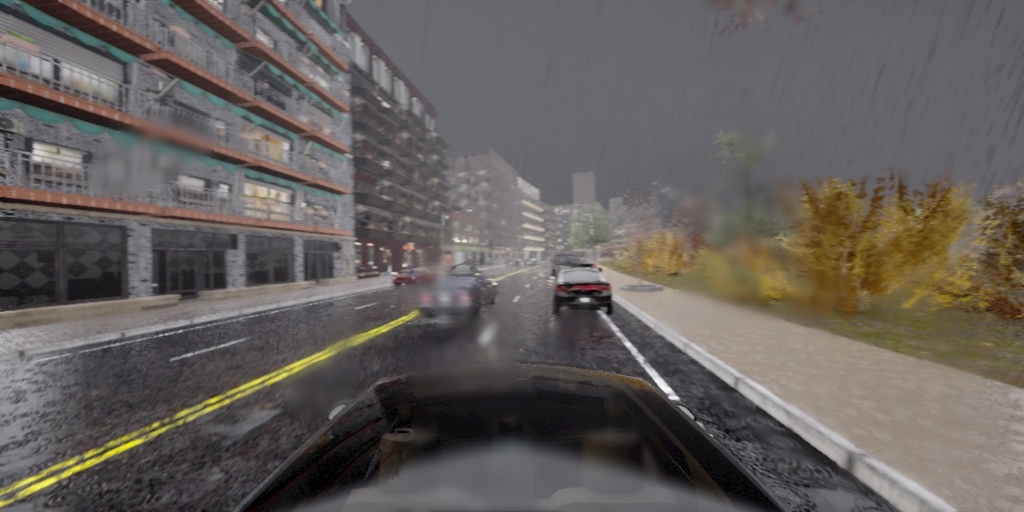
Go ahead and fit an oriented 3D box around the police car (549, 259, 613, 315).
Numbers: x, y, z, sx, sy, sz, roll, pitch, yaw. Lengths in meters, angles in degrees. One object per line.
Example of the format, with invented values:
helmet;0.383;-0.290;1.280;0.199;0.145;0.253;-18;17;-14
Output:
police car;2.437;1.085;13.216;1.930;1.638;5.238;-2;0;6

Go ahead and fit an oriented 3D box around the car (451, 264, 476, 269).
car;-3.611;1.350;26.442;1.837;1.490;4.892;-2;0;7

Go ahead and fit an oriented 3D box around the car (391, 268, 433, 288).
car;-6.938;1.555;26.109;1.895;1.301;4.718;-2;0;7

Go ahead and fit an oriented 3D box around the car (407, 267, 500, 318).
car;-1.713;1.342;13.174;2.033;1.411;5.357;-2;0;6

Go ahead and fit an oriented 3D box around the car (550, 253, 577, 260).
car;4.283;0.811;28.889;2.150;2.045;5.566;-2;0;8
